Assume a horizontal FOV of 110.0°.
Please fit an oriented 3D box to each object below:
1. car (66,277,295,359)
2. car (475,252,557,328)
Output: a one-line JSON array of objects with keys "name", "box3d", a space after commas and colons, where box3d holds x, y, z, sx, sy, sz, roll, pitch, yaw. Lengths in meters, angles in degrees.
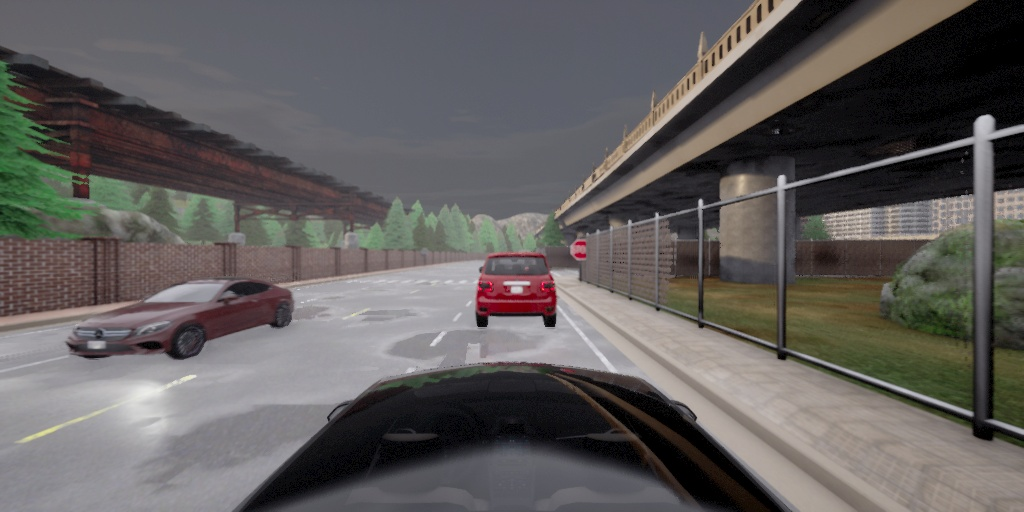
[{"name": "car", "box3d": [-7.085, 1.246, 8.441, 1.812, 1.442, 4.674, 0, 0, 0]}, {"name": "car", "box3d": [0.096, 0.924, 11.337, 2.150, 2.045, 5.566, 0, 0, 0]}]
